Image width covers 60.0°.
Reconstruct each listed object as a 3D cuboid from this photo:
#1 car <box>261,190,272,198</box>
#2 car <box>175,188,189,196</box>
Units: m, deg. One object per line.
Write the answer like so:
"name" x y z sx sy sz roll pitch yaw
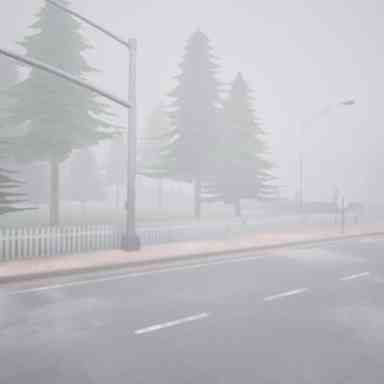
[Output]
"car" 16.054 0.676 76.237 1.895 1.301 4.718 1 6 -37
"car" -1.488 0.067 64.577 2.097 1.767 4.553 1 6 -36
